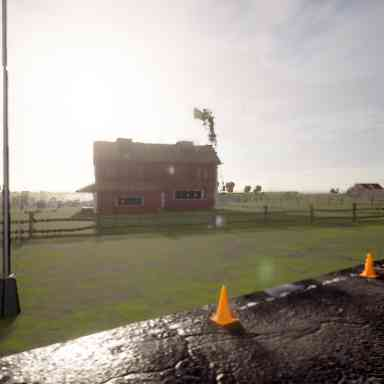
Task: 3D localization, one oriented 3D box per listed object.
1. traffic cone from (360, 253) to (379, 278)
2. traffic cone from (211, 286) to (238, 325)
[{"bbox_3d":[4.630,1.885,8.674,0.340,0.580,0.340,-1,0,-35],"label":"traffic cone"},{"bbox_3d":[0.558,1.925,5.771,0.340,0.580,0.340,-1,0,-35],"label":"traffic cone"}]
